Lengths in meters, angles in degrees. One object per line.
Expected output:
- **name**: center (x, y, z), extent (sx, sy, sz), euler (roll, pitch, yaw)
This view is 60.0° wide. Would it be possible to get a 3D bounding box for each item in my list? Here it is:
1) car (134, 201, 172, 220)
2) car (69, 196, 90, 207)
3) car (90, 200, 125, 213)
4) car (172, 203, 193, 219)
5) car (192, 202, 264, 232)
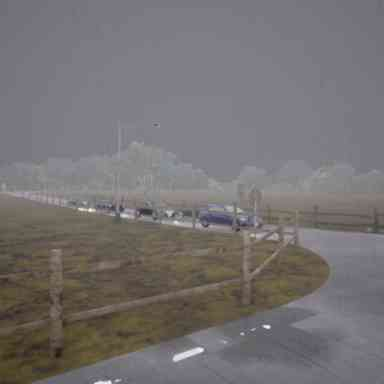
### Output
- **car**: center (-3.140, 1.483, 27.781), extent (2.128, 1.511, 4.902), euler (1, -1, -36)
- **car**: center (-14.882, 1.239, 44.090), extent (2.128, 1.511, 4.902), euler (1, 0, -36)
- **car**: center (-8.938, 1.513, 35.801), extent (1.895, 1.301, 4.718), euler (1, 0, -36)
- **car**: center (0.634, 1.561, 27.592), extent (1.837, 1.490, 4.892), euler (1, -1, -36)
- **car**: center (2.238, 1.519, 20.290), extent (1.812, 1.442, 4.674), euler (1, -1, -35)
